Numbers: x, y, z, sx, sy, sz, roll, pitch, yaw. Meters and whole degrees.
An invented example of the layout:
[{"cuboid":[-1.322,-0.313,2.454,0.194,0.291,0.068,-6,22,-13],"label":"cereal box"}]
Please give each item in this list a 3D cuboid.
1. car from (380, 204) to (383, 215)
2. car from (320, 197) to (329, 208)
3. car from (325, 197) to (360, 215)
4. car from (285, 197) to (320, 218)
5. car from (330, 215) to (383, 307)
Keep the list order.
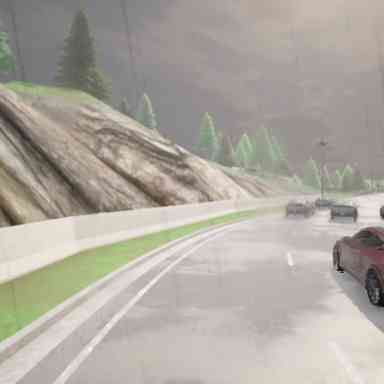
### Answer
[{"cuboid":[16.757,1.467,27.564,1.994,1.385,4.181,0,0,29],"label":"car"},{"cuboid":[16.616,1.343,41.737,2.128,1.511,4.902,0,0,29],"label":"car"},{"cuboid":[12.233,1.398,26.563,2.128,1.511,4.902,0,0,28],"label":"car"},{"cuboid":[9.383,1.388,28.731,2.128,1.511,4.902,0,0,28],"label":"car"},{"cuboid":[4.634,1.499,7.592,1.812,1.442,4.674,0,0,10],"label":"car"}]
